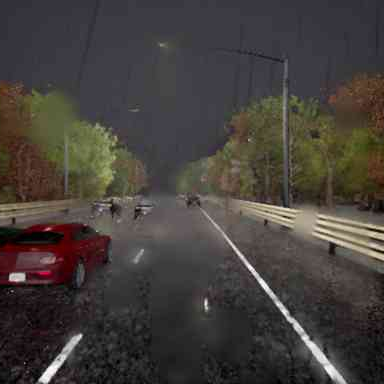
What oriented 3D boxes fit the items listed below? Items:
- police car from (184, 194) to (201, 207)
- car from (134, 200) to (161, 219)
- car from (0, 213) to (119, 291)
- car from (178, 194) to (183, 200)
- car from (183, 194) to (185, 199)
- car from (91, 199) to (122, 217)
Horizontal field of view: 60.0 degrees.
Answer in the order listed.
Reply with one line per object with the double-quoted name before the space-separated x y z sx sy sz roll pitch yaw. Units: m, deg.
"police car" 0.248 1.353 48.415 1.930 1.638 5.238 0 0 -2
"car" -3.689 1.433 28.086 2.128 1.511 4.902 0 0 -1
"car" -3.441 1.501 8.825 1.812 1.442 4.674 0 0 0
"car" -2.291 1.177 83.061 2.097 1.767 4.553 0 0 -3
"car" -0.106 1.460 58.363 1.812 1.442 4.674 0 0 -2
"car" -7.122 1.342 28.123 2.128 1.511 4.902 3 -4 -2
